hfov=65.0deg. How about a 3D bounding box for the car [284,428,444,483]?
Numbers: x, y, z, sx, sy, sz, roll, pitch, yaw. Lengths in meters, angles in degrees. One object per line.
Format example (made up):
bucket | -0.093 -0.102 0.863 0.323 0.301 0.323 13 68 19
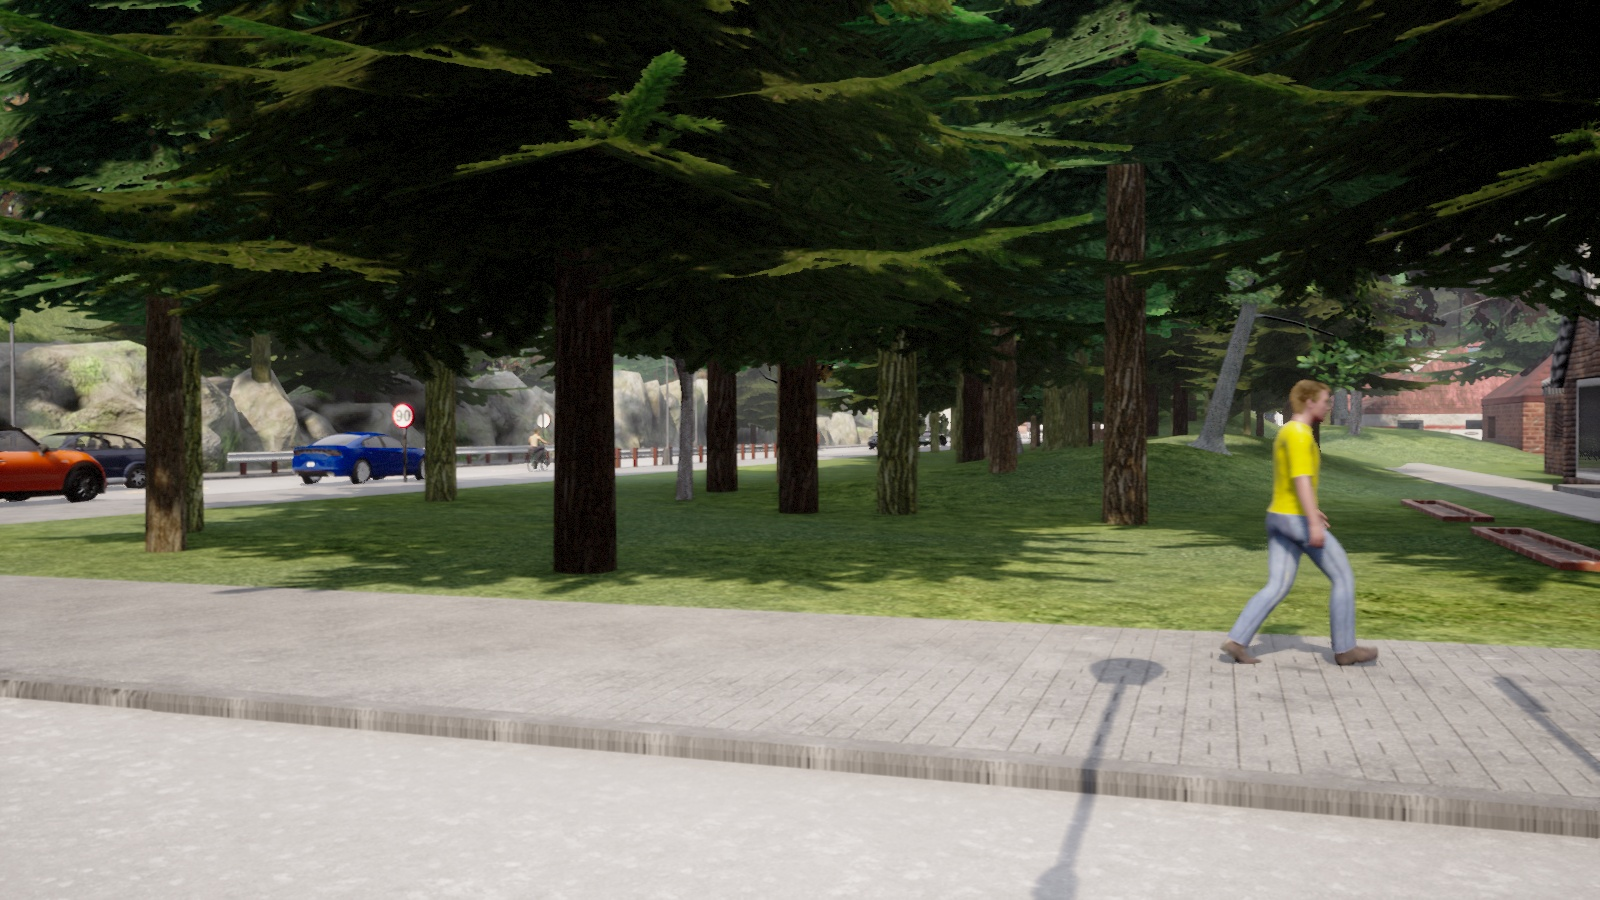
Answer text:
car | -12.937 0.104 37.651 1.882 1.535 5.008 1 1 18

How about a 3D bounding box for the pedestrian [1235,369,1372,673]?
pedestrian | 3.110 0.423 7.788 0.706 1.836 0.354 0 1 8

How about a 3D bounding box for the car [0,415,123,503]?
car | -16.761 0.156 26.094 2.097 1.767 4.553 1 1 18

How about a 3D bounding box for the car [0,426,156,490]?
car | -18.855 0.158 32.480 1.789 1.549 3.705 1 1 18

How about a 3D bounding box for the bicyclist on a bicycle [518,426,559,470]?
bicyclist on a bicycle | -9.803 -0.077 47.144 0.866 1.612 1.509 1 1 18
